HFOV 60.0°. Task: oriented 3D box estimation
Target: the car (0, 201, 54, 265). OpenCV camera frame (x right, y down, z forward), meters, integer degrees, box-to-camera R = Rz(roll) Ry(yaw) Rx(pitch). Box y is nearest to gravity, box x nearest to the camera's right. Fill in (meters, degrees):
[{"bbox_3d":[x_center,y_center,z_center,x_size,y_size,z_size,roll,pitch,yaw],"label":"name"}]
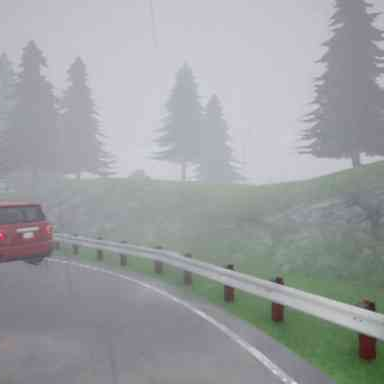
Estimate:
[{"bbox_3d":[-6.848,1.334,10.660,5.566,2.045,2.150,-1,0,31],"label":"car"}]
